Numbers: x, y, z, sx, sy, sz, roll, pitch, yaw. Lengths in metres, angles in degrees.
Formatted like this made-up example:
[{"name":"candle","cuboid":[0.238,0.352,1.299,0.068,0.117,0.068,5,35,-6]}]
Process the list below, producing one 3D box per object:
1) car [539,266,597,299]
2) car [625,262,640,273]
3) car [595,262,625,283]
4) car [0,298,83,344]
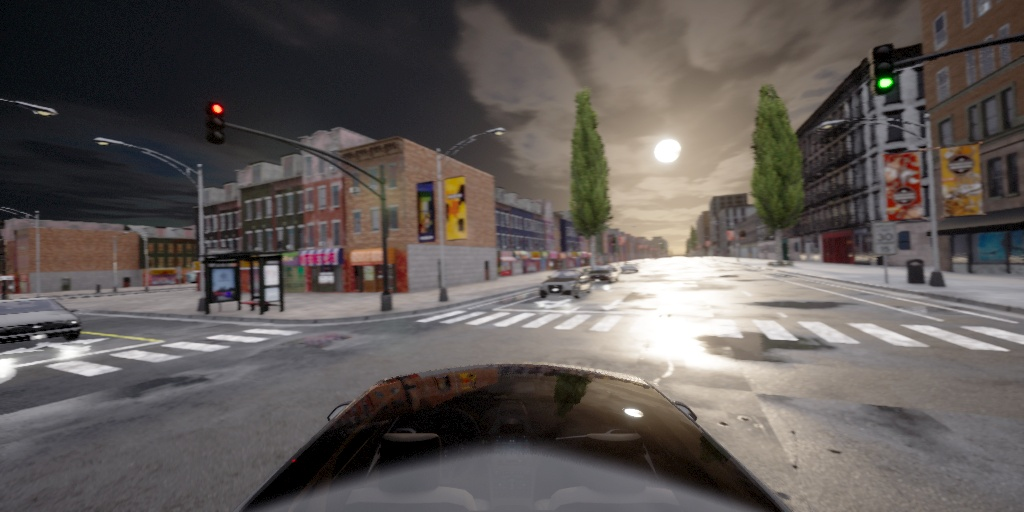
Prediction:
[{"name":"car","cuboid":[2.915,1.429,19.036,1.994,1.385,4.181,-3,-1,25]},{"name":"car","cuboid":[14.327,1.349,43.566,1.895,1.301,4.718,-3,-1,25]},{"name":"car","cuboid":[7.322,1.367,28.516,2.033,1.411,5.357,-3,-1,25]},{"name":"car","cuboid":[-16.367,2.136,12.000,5.357,1.411,2.033,-3,-1,30]}]
